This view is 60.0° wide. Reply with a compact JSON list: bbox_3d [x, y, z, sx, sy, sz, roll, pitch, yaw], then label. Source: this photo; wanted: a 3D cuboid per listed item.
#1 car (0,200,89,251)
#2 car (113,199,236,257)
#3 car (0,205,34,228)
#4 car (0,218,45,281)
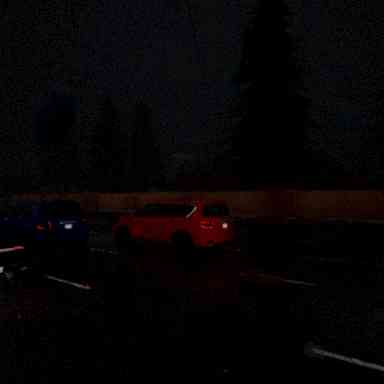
[{"bbox_3d":[-6.514,1.371,13.855,5.566,2.045,2.150,-1,0,41],"label":"car"},{"bbox_3d":[-0.884,1.331,13.668,5.566,2.045,2.150,-1,0,39],"label":"car"},{"bbox_3d":[-14.440,1.846,26.288,2.033,1.411,5.357,0,-1,-43],"label":"car"},{"bbox_3d":[-6.341,1.604,9.142,4.902,1.511,2.128,-1,-1,39],"label":"car"}]
